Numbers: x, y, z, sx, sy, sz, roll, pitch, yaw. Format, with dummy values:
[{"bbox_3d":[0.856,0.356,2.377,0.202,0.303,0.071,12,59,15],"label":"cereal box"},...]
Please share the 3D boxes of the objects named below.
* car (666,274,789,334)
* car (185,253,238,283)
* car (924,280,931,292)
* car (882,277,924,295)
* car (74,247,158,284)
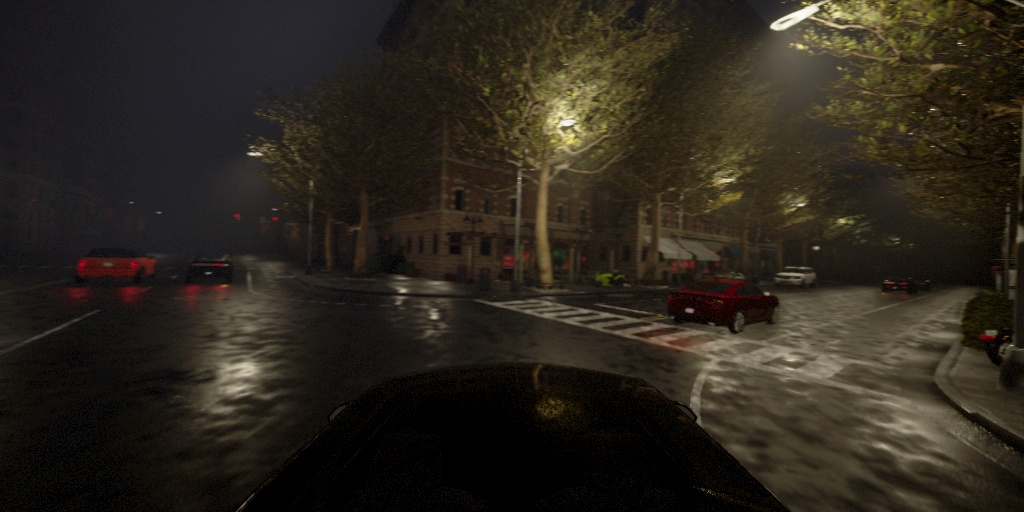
[{"bbox_3d":[7.130,1.508,11.920,5.008,1.535,1.882,2,0,-37],"label":"car"},{"bbox_3d":[-16.273,0.592,19.500,2.128,1.511,4.902,2,0,-37],"label":"car"},{"bbox_3d":[43.457,3.031,38.696,4.181,1.385,1.994,2,0,-36],"label":"car"},{"bbox_3d":[35.496,2.644,32.783,4.902,1.511,2.128,2,0,-36],"label":"car"},{"bbox_3d":[-19.338,0.334,17.768,2.097,1.767,4.553,2,0,-37],"label":"car"}]
